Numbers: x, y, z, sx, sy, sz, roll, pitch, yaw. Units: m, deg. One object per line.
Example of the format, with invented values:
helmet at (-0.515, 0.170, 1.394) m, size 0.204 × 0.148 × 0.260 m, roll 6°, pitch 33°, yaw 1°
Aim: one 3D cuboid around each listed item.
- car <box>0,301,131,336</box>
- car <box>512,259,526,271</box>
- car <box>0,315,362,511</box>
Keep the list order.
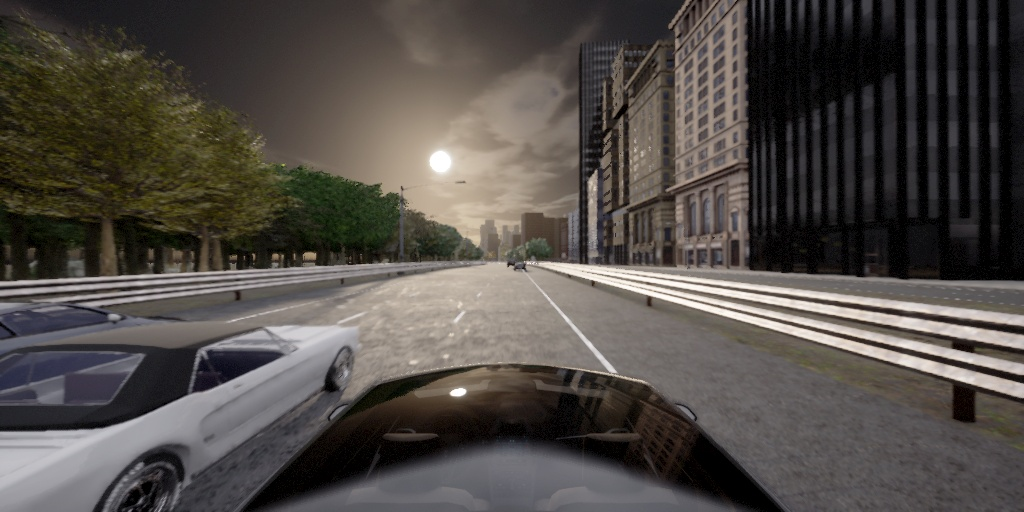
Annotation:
car at (-6.897, 1.320, 5.080) m, size 1.994 × 1.385 × 4.181 m, roll 0°, pitch 0°, yaw 0°
car at (1.238, 1.572, 56.018) m, size 1.812 × 1.442 × 4.674 m, roll 0°, pitch -1°, yaw 0°
car at (-3.398, 1.354, 3.799) m, size 1.895 × 1.301 × 4.718 m, roll 0°, pitch 0°, yaw 0°
